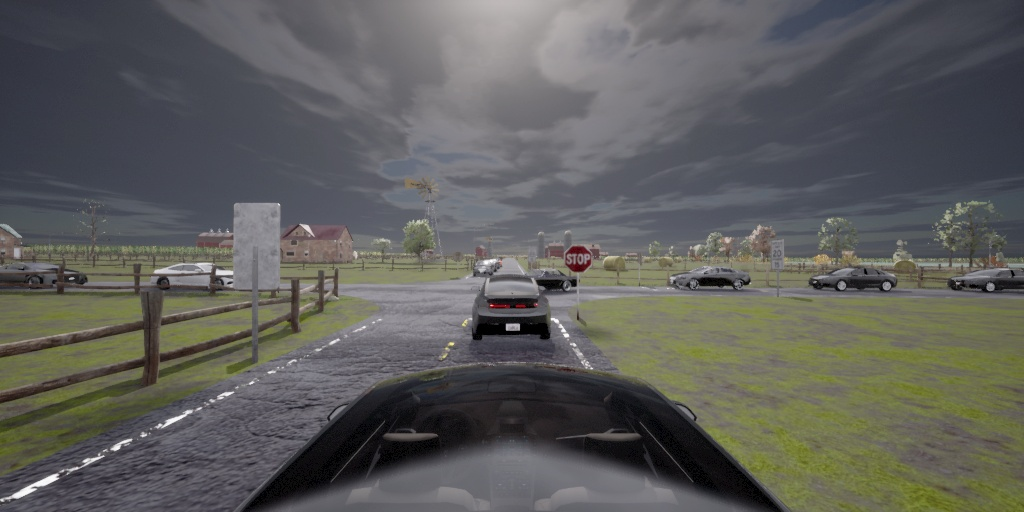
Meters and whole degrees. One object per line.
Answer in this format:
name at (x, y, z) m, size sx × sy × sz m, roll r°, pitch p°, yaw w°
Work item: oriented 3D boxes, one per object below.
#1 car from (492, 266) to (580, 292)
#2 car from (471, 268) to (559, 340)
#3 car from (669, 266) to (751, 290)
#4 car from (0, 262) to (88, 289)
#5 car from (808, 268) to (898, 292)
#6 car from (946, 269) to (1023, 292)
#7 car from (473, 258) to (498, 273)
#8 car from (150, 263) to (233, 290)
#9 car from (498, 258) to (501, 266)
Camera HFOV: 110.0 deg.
car at (1.491, 1.369, 20.039) m, size 4.718 × 1.301 × 1.895 m, roll 1°, pitch 0°, yaw -35°
car at (-0.078, 1.256, 9.992) m, size 1.837 × 1.490 × 4.892 m, roll 0°, pitch 0°, yaw -2°
car at (12.788, 1.397, 23.273) m, size 4.902 × 1.511 × 2.128 m, roll 1°, pitch -1°, yaw -2°
car at (-26.372, 1.048, 19.813) m, size 4.181 × 1.385 × 1.994 m, roll 1°, pitch -1°, yaw -1°
car at (22.189, 1.499, 23.449) m, size 4.892 × 1.490 × 1.837 m, roll 1°, pitch -1°, yaw -1°
car at (31.692, 1.587, 23.575) m, size 4.892 × 1.490 × 1.837 m, roll 1°, pitch -1°, yaw -1°
car at (-2.877, 1.243, 36.677) m, size 2.128 × 1.511 × 4.902 m, roll 0°, pitch 0°, yaw 0°
car at (-17.252, 1.104, 19.939) m, size 4.674 × 1.442 × 1.812 m, roll 1°, pitch -1°, yaw -1°
car at (-2.874, 1.242, 46.123) m, size 2.128 × 1.511 × 4.902 m, roll 0°, pitch 0°, yaw 0°
